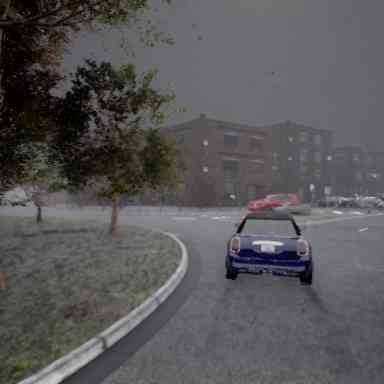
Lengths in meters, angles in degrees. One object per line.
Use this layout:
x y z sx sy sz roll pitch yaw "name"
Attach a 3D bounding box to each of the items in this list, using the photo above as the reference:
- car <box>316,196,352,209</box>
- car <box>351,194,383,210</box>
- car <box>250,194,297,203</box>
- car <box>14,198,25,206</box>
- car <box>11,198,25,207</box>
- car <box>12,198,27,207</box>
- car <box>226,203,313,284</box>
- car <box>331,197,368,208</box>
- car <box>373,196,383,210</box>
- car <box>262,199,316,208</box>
19.233 1.364 46.601 2.185 1.767 4.553 0 0 -37 "car"
23.698 1.505 44.304 4.892 1.490 1.837 -2 2 -37 "car"
8.470 1.256 34.425 5.566 2.045 2.150 0 0 -25 "car"
-35.988 2.102 69.521 1.837 1.490 4.892 1 -2 -26 "car"
-31.359 1.865 59.920 2.033 1.411 5.357 1 -2 -26 "car"
-26.053 1.620 50.057 1.895 1.301 4.718 1 -2 -30 "car"
2.316 1.377 9.999 2.097 1.767 4.553 1 0 14 "car"
23.625 1.518 49.943 2.002 1.452 4.674 0 0 -37 "car"
25.104 1.531 41.619 4.892 1.490 1.837 -1 1 -37 "car"
9.210 1.608 31.576 4.181 1.385 1.994 0 0 -23 "car"
